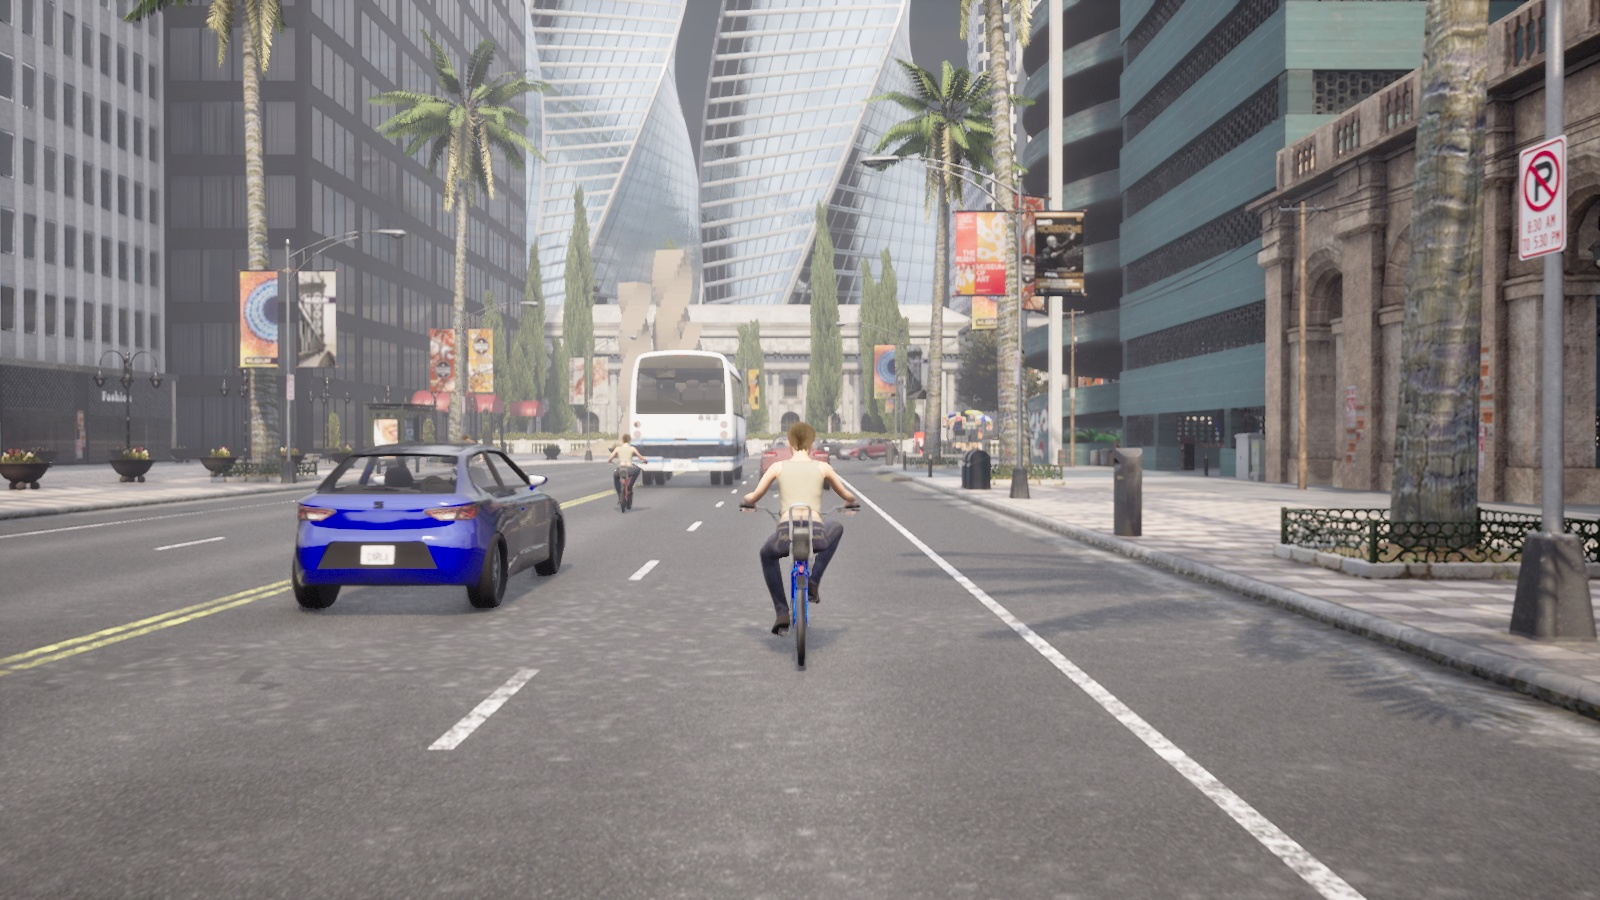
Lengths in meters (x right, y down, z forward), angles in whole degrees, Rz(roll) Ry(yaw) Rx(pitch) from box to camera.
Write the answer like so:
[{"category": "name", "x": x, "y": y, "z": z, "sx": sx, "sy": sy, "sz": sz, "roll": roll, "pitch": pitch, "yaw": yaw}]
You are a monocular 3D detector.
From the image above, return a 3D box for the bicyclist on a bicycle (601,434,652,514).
[{"category": "bicyclist on a bicycle", "x": -3.584, "y": 0.476, "z": 26.058, "sx": 0.866, "sy": 1.612, "sz": 1.509, "roll": 0, "pitch": 0, "yaw": -1}]

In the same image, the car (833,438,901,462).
[{"category": "car", "x": 4.838, "y": -0.021, "z": 89.912, "sx": 4.856, "sy": 1.649, "sz": 2.033, "roll": 0, "pitch": 0, "yaw": -43}]

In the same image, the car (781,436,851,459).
[{"category": "car", "x": 1.178, "y": -0.185, "z": 91.175, "sx": 2.152, "sy": 1.651, "sz": 5.027, "roll": 0, "pitch": 1, "yaw": 45}]

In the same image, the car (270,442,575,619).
[{"category": "car", "x": -3.522, "y": 0.659, "z": 12.572, "sx": 1.816, "sy": 1.474, "sz": 4.193, "roll": 0, "pitch": 0, "yaw": 0}]

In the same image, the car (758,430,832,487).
[{"category": "car", "x": -0.153, "y": 0.222, "z": 38.779, "sx": 2.152, "sy": 1.651, "sz": 5.027, "roll": 0, "pitch": 0, "yaw": 0}]

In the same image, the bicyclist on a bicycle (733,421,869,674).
[{"category": "bicyclist on a bicycle", "x": 0.001, "y": 0.614, "z": 8.758, "sx": 0.866, "sy": 1.612, "sz": 1.509, "roll": 0, "pitch": 0, "yaw": -1}]

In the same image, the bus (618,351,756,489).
[{"category": "bus", "x": -3.678, "y": -0.976, "z": 43.976, "sx": 3.944, "sy": 4.253, "sz": 10.273, "roll": 0, "pitch": 0, "yaw": 0}]
